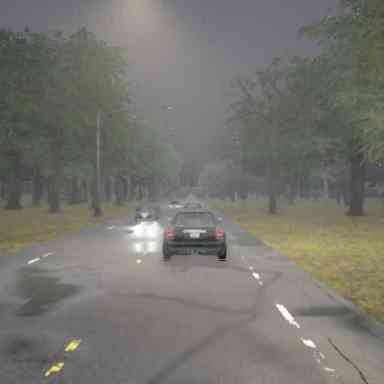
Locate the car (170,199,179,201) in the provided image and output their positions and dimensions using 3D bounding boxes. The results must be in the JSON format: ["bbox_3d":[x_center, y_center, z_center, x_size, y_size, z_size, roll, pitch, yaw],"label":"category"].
[{"bbox_3d":[-3.523,2.032,68.263,1.895,1.301,4.718,0,-1,0],"label":"car"}]

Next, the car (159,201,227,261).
[{"bbox_3d":[0.092,1.395,12.651,2.097,1.767,4.553,0,0,0],"label":"car"}]

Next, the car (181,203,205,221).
[{"bbox_3d":[0.087,1.703,29.607,1.994,1.385,4.181,0,0,0],"label":"car"}]

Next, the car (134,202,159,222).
[{"bbox_3d":[-3.607,1.618,27.809,2.128,1.511,4.902,0,0,0],"label":"car"}]
